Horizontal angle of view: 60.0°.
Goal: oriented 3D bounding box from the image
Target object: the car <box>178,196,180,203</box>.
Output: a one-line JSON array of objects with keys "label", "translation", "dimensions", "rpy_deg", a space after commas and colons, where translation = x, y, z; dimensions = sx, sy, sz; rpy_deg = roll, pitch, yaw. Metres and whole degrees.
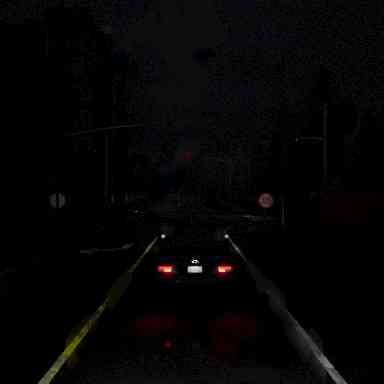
[{"label": "car", "translation": [-3.481, 1.505, 57.585], "dimensions": [1.837, 1.490, 4.892], "rpy_deg": [0, 0, 0]}]

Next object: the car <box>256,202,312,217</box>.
[{"label": "car", "translation": [8.317, 1.587, 30.421], "dimensions": [4.718, 1.301, 1.895], "rpy_deg": [0, 0, 4]}]

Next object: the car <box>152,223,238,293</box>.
[{"label": "car", "translation": [0.074, 1.547, 8.964], "dimensions": [2.033, 1.411, 5.357], "rpy_deg": [0, 0, 0]}]

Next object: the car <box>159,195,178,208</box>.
[{"label": "car", "translation": [-3.510, 1.547, 47.446], "dimensions": [2.033, 1.411, 5.357], "rpy_deg": [0, 0, 0]}]
